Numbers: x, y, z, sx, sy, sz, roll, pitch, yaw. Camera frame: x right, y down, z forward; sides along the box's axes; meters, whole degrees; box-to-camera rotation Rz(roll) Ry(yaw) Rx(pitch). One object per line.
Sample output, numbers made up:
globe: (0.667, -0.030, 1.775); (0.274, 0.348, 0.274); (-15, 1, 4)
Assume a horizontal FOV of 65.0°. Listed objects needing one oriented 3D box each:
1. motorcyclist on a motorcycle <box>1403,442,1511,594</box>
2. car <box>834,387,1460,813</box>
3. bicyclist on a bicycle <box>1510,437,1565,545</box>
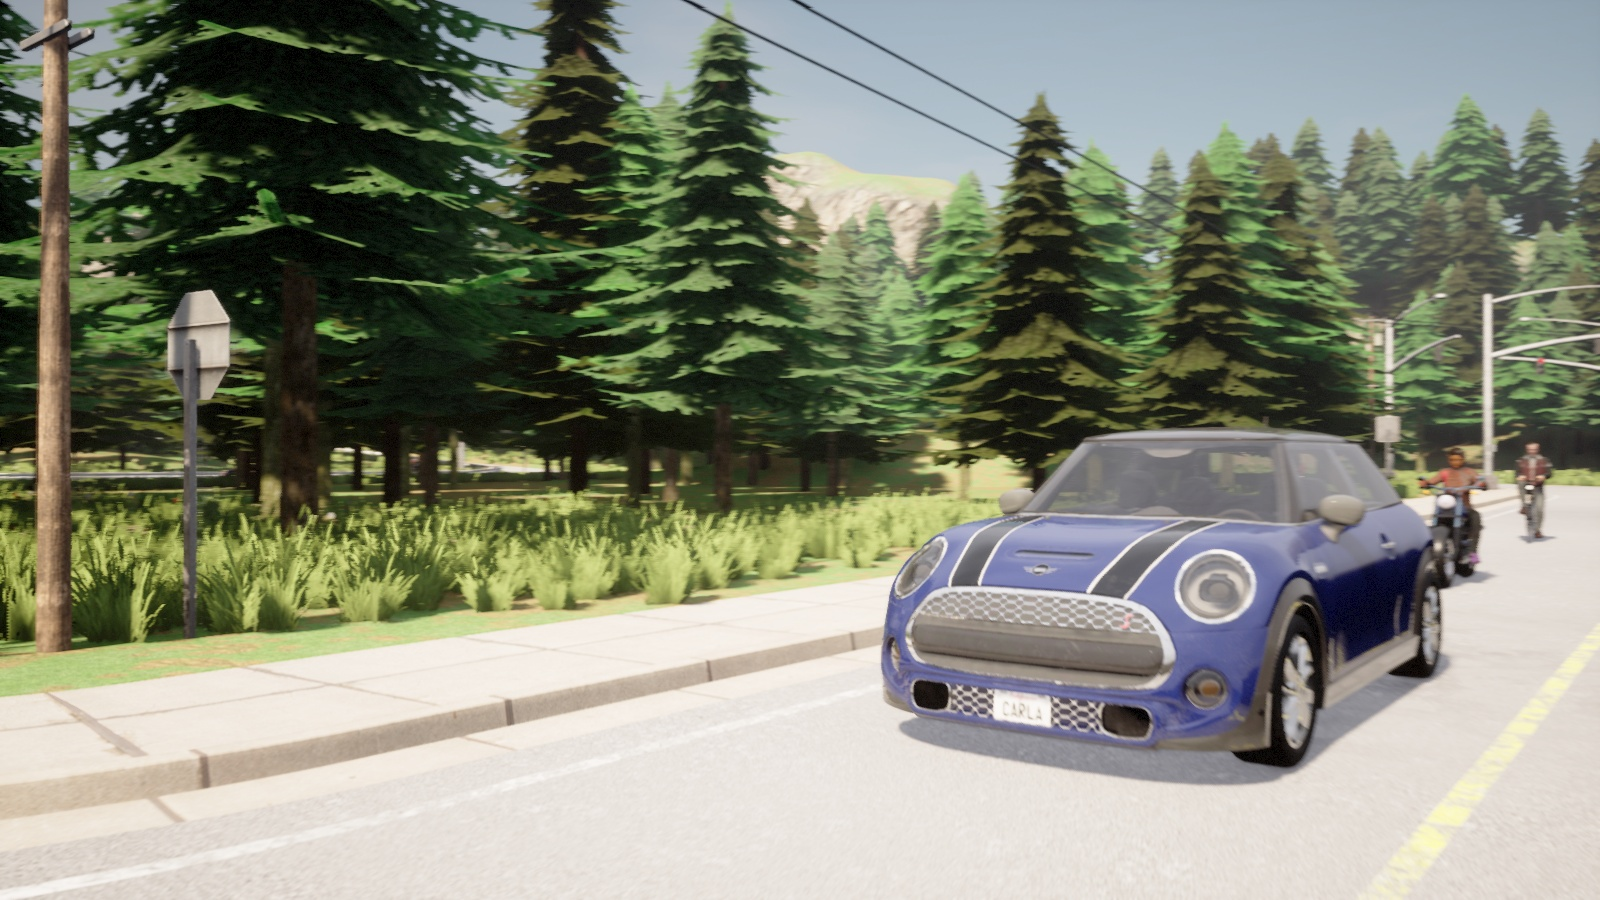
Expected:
motorcyclist on a motorcycle: (7.788, 0.743, 14.818); (0.766, 1.649, 2.350); (0, 0, 36)
car: (2.404, 0.634, 7.655); (2.097, 1.767, 4.553); (0, 0, 38)
bicyclist on a bicycle: (12.791, 0.687, 21.758); (0.659, 1.776, 1.843); (0, -1, 35)
